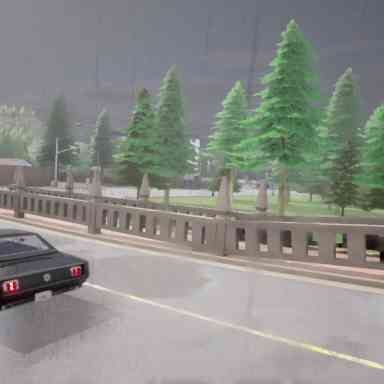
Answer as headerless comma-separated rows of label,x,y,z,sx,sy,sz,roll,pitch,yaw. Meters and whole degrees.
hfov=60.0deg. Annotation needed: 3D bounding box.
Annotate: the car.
car,-4.400,1.459,7.104,4.718,1.301,1.895,2,1,35
